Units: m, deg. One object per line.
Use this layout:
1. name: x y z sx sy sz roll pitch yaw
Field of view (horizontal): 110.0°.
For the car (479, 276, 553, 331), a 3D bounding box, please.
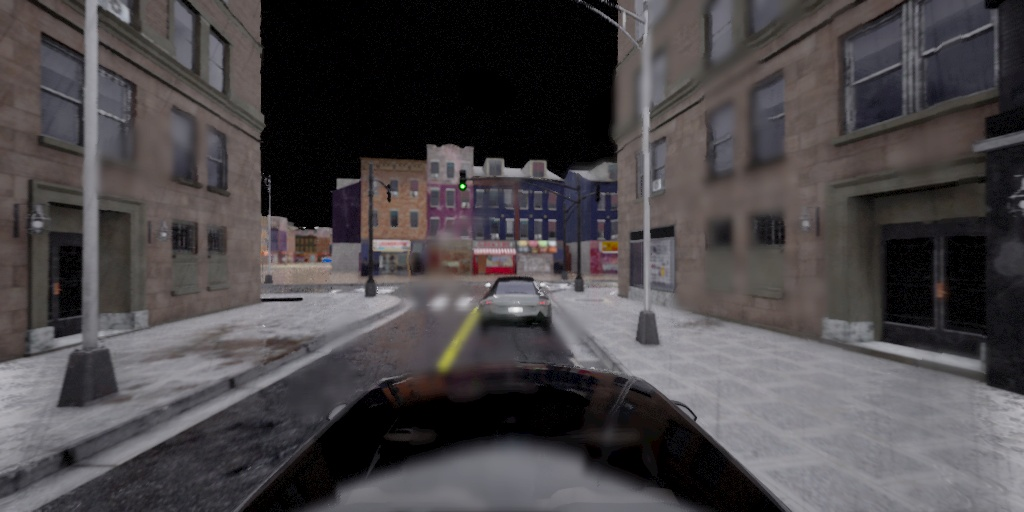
1. car: 0.107 1.308 10.962 1.994 1.385 4.181 0 0 0
